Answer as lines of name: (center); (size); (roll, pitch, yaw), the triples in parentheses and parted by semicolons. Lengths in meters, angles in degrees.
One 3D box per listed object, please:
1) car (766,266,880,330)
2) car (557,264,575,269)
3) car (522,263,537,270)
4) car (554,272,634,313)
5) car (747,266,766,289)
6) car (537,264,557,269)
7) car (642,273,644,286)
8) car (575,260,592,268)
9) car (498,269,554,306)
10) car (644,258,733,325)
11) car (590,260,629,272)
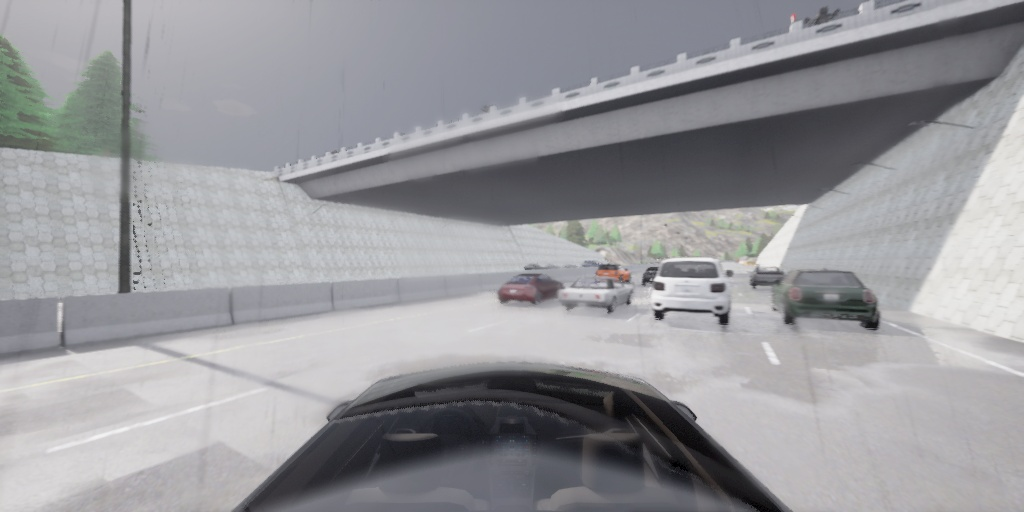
car: (9.988, 1.182, 11.817); (2.097, 1.767, 4.553); (-1, -1, 31)
car: (9.732, 2.045, 60.073); (1.994, 1.385, 4.181); (-1, -1, 31)
car: (3.642, 2.065, 63.478); (1.837, 1.490, 4.892); (-1, -1, 31)
car: (3.676, 1.508, 14.897); (1.895, 1.301, 4.718); (-1, -1, 31)
car: (17.603, 1.455, 24.840); (2.128, 1.511, 4.902); (-1, -1, 31)
car: (6.672, 2.046, 61.754); (1.812, 1.442, 4.674); (-1, -1, 31)
car: (11.571, 1.551, 28.390); (1.837, 1.490, 4.892); (-1, -1, 31)
car: (12.685, 1.661, 58.207); (2.150, 2.045, 5.566); (-1, -1, 31)
car: (1.075, 1.519, 17.365); (1.994, 1.385, 4.181); (-1, -1, 31)
car: (6.436, 1.085, 12.704); (2.150, 2.045, 5.566); (-1, -1, 31)
car: (8.494, 1.436, 30.064); (2.097, 1.767, 4.553); (-1, -1, 31)
